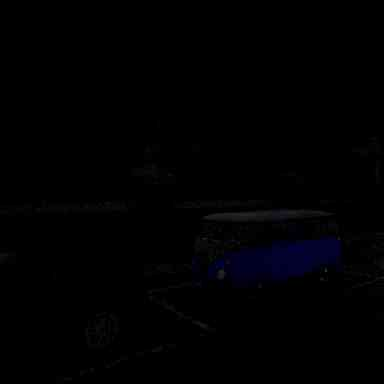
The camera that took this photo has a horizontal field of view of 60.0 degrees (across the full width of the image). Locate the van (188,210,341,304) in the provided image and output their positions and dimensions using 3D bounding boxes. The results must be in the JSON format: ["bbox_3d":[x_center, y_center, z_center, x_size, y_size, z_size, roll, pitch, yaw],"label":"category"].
[{"bbox_3d":[1.814,1.340,7.848,3.998,1.788,1.690,0,0,-36],"label":"van"}]

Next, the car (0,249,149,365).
[{"bbox_3d":[-2.782,1.545,4.549,4.507,1.381,1.887,0,0,-36],"label":"car"}]
